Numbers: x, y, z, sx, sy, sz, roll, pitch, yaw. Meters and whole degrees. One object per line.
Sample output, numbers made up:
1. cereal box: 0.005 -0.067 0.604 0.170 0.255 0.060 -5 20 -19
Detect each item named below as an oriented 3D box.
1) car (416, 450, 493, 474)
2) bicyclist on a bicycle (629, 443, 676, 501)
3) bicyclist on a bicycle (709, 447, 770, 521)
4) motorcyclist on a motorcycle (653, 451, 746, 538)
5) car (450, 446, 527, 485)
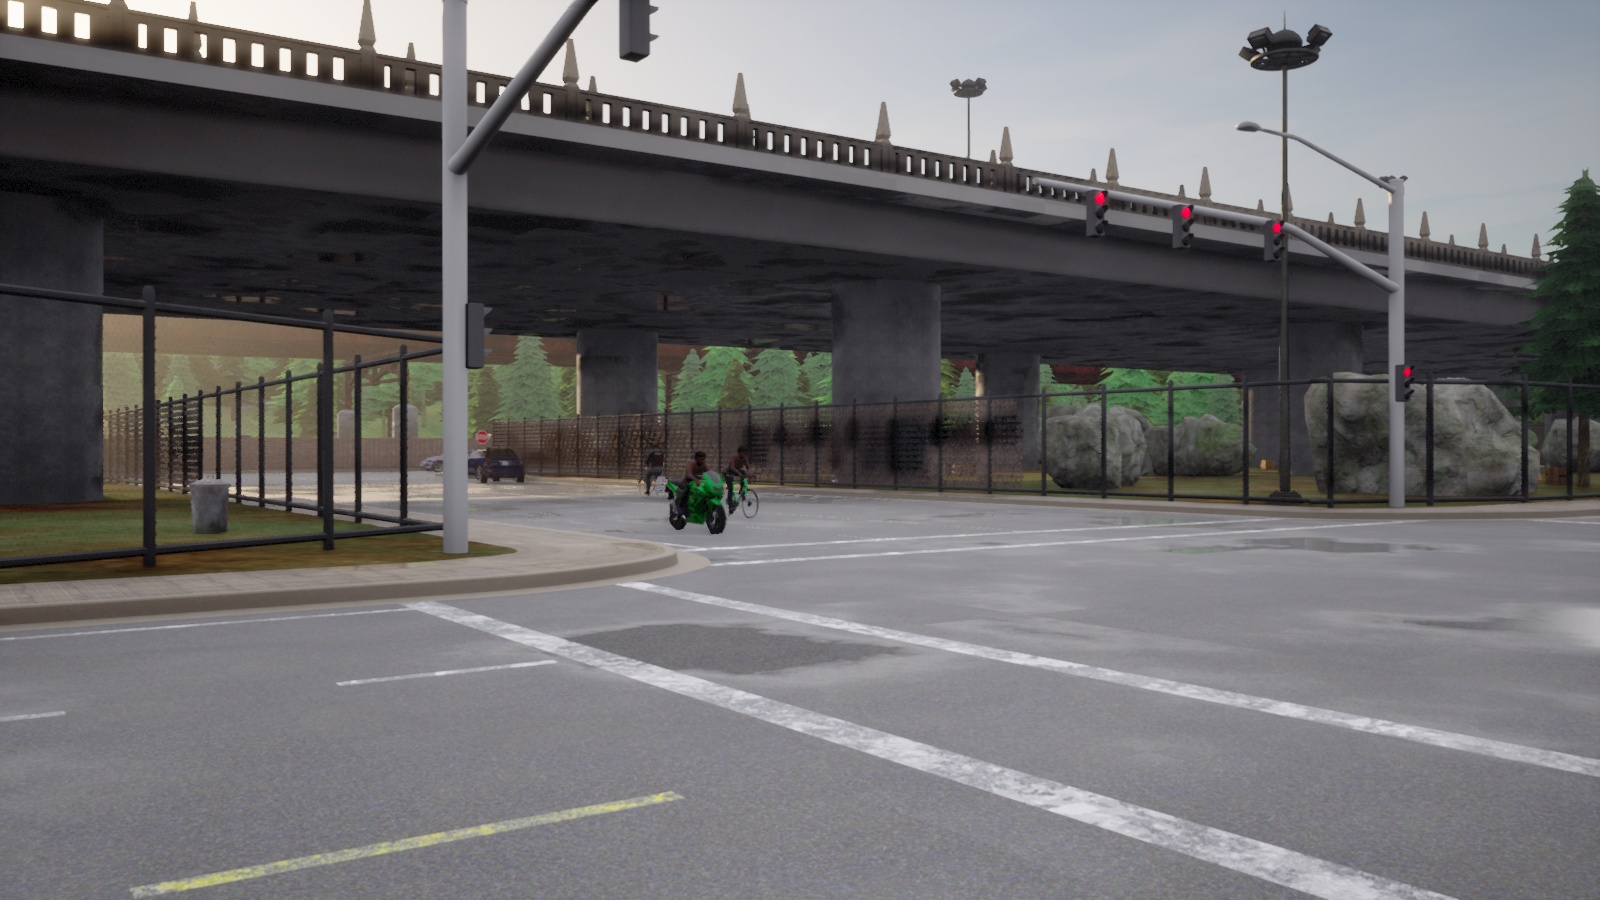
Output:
1. car: -24.507 0.845 89.109 4.856 1.649 2.033 0 0 -34
2. bicyclist on a bicycle: -4.655 0.683 39.432 0.659 1.776 1.843 0 0 -35
3. bicyclist on a bicycle: -1.399 0.750 28.667 0.582 1.620 1.656 0 0 -35
4. motorcyclist on a motorcycle: -1.886 0.784 23.264 0.797 1.523 2.044 0 1 -35
5. car: -14.988 0.727 60.306 2.097 1.767 4.553 0 0 -35
